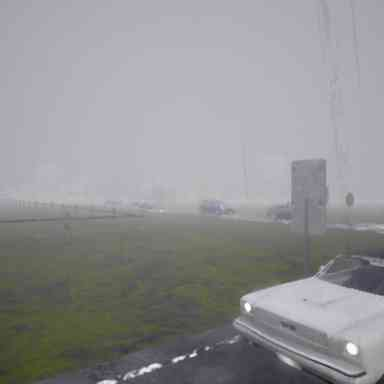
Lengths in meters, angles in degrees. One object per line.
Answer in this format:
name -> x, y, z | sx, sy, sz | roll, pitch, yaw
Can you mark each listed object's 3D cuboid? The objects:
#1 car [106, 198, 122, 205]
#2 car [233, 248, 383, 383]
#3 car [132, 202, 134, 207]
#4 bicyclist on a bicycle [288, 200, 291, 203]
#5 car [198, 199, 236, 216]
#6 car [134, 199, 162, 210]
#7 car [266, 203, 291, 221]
car -> -15.533, 1.906, 65.681 | 2.033, 1.411, 5.357 | 0, -1, -35
car -> 2.913, 1.634, 5.071 | 4.718, 1.301, 1.895 | 0, 0, -35
car -> -8.301, 1.906, 55.421 | 1.895, 1.301, 4.718 | 0, 0, -35
bicyclist on a bicycle -> 10.128, 1.692, 34.523 | 1.656, 1.620, 0.582 | 0, 0, -35
car -> 2.576, 1.567, 34.875 | 2.097, 1.767, 4.553 | 0, 0, -35
car -> -5.993, 1.787, 47.067 | 1.812, 1.442, 4.674 | 0, 0, -35
car -> 8.227, 1.678, 26.856 | 2.128, 1.511, 4.902 | 0, 0, -35
